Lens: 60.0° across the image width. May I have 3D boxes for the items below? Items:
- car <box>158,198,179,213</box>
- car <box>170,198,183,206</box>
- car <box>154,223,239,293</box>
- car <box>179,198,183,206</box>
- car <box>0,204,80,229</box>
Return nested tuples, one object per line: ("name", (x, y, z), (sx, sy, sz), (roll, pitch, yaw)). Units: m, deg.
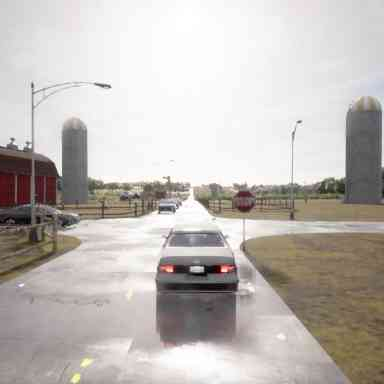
("car", (-2.845, 1.635, 38.778), (1.882, 1.535, 5.008), (0, 0, 0))
("car", (-2.803, 1.846, 62.204), (2.128, 1.511, 4.902), (0, -1, 0))
("car", (0.102, 1.554, 8.977), (2.033, 1.411, 5.357), (0, 0, 0))
("car", (-2.835, 1.718, 49.219), (2.128, 1.511, 4.902), (0, 0, 0))
("car", (-9.810, 1.574, 21.564), (4.892, 1.490, 1.837), (0, 1, 0))
